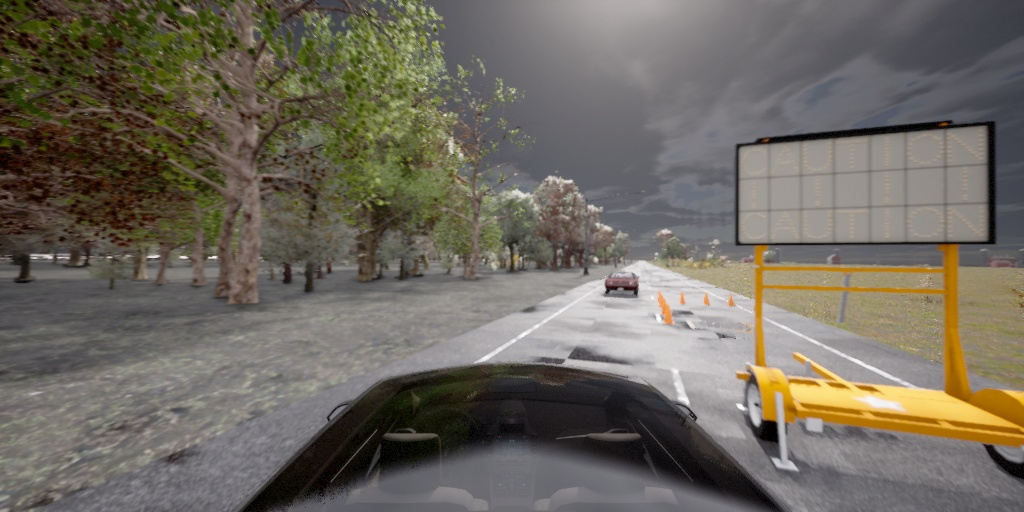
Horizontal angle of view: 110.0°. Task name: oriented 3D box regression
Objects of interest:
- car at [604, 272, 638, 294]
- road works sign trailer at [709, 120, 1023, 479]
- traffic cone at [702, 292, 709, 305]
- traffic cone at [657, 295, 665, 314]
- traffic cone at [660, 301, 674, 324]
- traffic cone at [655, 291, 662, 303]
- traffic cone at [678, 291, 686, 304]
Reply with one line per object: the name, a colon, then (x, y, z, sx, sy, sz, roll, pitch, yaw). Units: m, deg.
car: (7.041, 1.639, 22.794, 1.895, 1.301, 4.718, 0, -1, 20)
road works sign trailer: (4.058, 0.276, 4.421, 2.380, 3.560, 2.880, 0, 0, 20)
traffic cone: (8.926, 1.939, 16.483, 0.340, 0.580, 0.340, 0, 0, 20)
traffic cone: (5.691, 1.879, 13.395, 0.340, 0.580, 0.340, 0, 0, 20)
traffic cone: (5.015, 1.853, 11.513, 0.340, 0.580, 0.340, 0, 0, 20)
traffic cone: (6.367, 1.905, 15.277, 0.340, 0.580, 0.340, 0, 0, 20)
traffic cone: (7.985, 1.935, 16.821, 0.340, 0.580, 0.340, 0, 0, 20)
